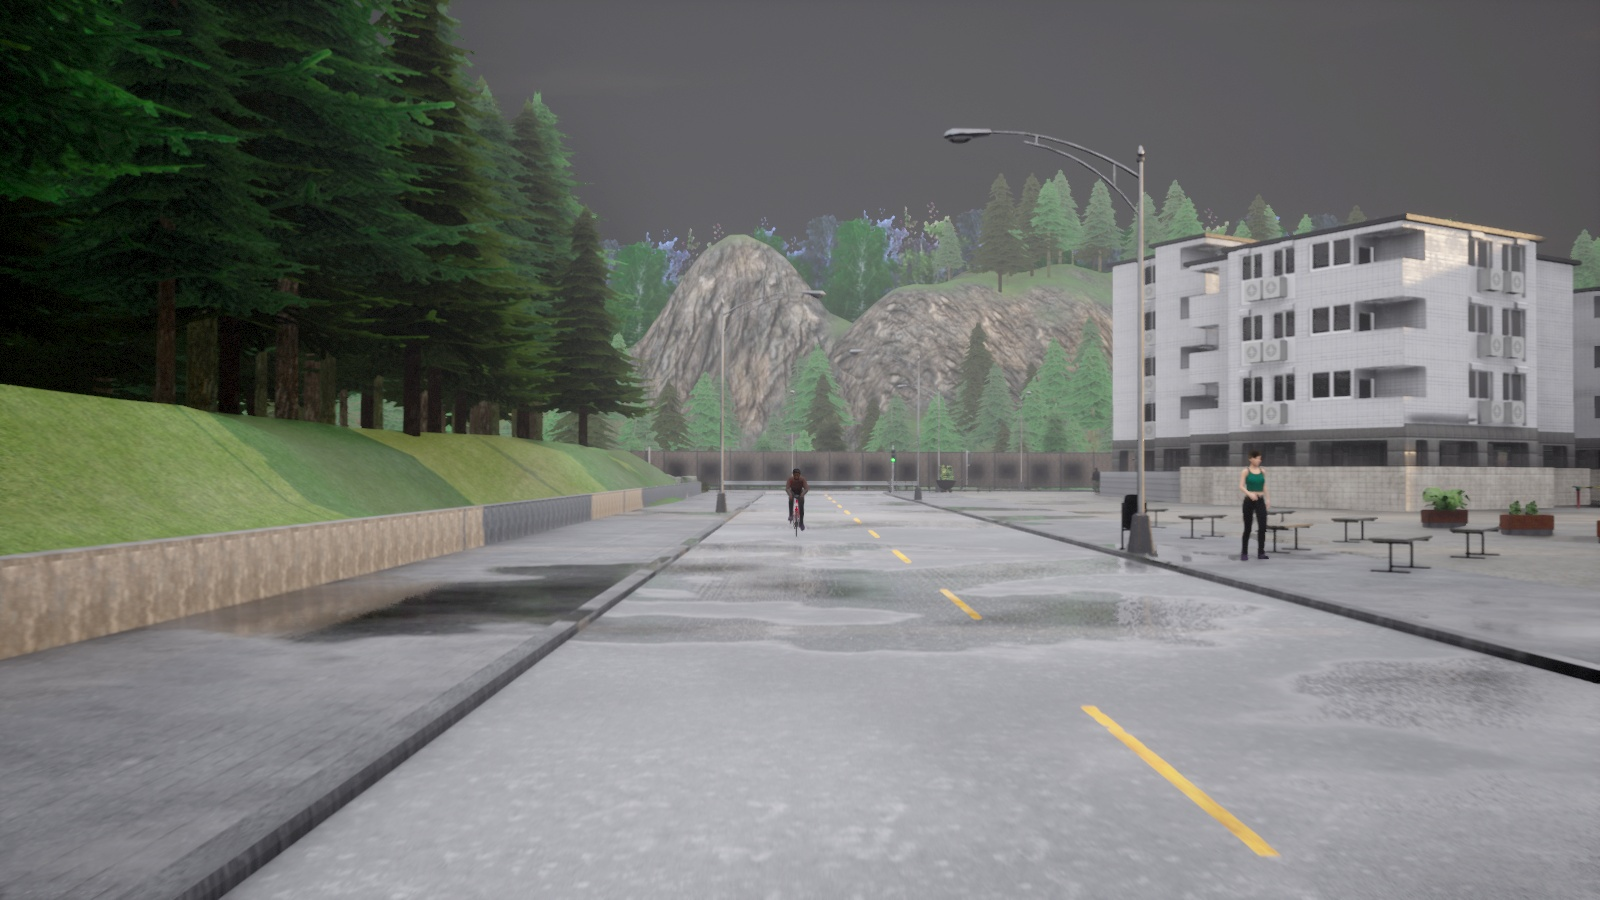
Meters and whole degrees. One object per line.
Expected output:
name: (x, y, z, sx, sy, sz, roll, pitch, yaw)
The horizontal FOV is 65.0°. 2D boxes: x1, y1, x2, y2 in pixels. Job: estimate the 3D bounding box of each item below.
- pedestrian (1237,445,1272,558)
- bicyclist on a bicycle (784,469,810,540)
pedestrian: (7.466, 0.840, 20.652, 0.345, 1.836, 0.594, 0, -1, 0)
bicyclist on a bicycle: (-0.073, 1.267, 29.832, 0.582, 1.620, 1.656, 0, -1, 0)
